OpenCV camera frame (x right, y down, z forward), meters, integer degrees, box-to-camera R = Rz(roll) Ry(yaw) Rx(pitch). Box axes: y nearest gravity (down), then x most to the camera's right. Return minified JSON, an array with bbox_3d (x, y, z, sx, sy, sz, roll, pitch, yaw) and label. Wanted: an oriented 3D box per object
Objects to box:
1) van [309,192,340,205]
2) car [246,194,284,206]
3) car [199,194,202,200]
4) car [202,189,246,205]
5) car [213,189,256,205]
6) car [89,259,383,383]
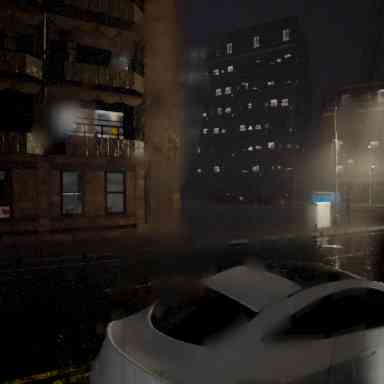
[{"bbox_3d":[18.463,0.884,46.078,3.998,1.788,1.690,1,0,29],"label":"van"},{"bbox_3d":[9.353,1.107,41.582,4.206,1.307,1.802,1,0,29],"label":"car"},{"bbox_3d":[3.735,0.606,54.357,5.009,1.841,2.192,1,0,29],"label":"car"},{"bbox_3d":[4.449,0.756,44.343,5.009,1.841,2.192,1,0,29],"label":"car"},{"bbox_3d":[5.891,0.644,46.482,5.566,2.045,2.150,1,1,29],"label":"car"},{"bbox_3d":[1.302,1.525,3.696,4.674,1.442,1.812,0,0,-29],"label":"car"}]
